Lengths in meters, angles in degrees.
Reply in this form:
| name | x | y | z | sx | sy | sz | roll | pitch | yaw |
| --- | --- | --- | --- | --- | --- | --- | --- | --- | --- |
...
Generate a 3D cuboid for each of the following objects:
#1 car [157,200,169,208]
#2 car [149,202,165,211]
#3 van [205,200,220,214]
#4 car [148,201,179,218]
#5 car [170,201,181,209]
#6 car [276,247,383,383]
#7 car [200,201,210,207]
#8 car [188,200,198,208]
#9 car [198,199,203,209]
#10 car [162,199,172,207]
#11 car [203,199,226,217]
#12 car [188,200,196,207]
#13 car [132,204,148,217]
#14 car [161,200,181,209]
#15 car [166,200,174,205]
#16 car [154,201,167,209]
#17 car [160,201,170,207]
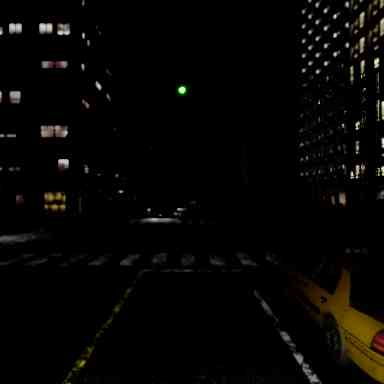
| name | x | y | z | sx | sy | sz | roll | pitch | yaw |
| --- | --- | --- | --- | --- | --- | --- | --- | --- | --- |
| car | -5.694 | 2.355 | 65.582 | 1.967 | 1.590 | 4.097 | 0 | -1 | 0 |
| car | -5.693 | 2.302 | 54.528 | 2.008 | 1.369 | 4.403 | 0 | -1 | 0 |
| van | 2.686 | 1.934 | 43.478 | 1.690 | 1.788 | 3.998 | 0 | -1 | 0 |
| car | -3.074 | 2.045 | 36.758 | 2.033 | 1.411 | 5.357 | 0 | -1 | 4 |
| car | -3.038 | 2.439 | 62.899 | 1.994 | 1.385 | 4.181 | 0 | -1 | 0 |
| car | 2.686 | 1.603 | 5.710 | 1.752 | 1.417 | 4.829 | 0 | -1 | 0 |
| car | 2.687 | 2.542 | 71.106 | 1.887 | 1.381 | 4.507 | 0 | -1 | 0 |
| car | 0.090 | 2.546 | 67.630 | 1.895 | 1.301 | 4.718 | 0 | -1 | 0 |
| car | 2.686 | 2.148 | 60.057 | 2.192 | 1.841 | 5.009 | 0 | -1 | 0 |
| car | -5.694 | 2.519 | 76.634 | 1.967 | 1.590 | 4.097 | 0 | -1 | 0 |
| car | 2.686 | 1.830 | 37.953 | 2.192 | 1.841 | 5.009 | 0 | -1 | 0 |
| car | 0.000 | 2.572 | 77.630 | 1.882 | 1.535 | 5.008 | 0 | -1 | 0 |
| car | -5.693 | 2.065 | 37.950 | 2.008 | 1.369 | 4.403 | 0 | -1 | 0 |
| car | -3.092 | 2.201 | 47.727 | 2.033 | 1.411 | 5.357 | 0 | -1 | 1 |
| car | -5.693 | 2.769 | 87.515 | 1.752 | 1.417 | 4.829 | 0 | -1 | 0 |
| car | -5.693 | 2.378 | 60.053 | 1.887 | 1.381 | 4.507 | 0 | -1 | 0 |
| car | -5.693 | 2.579 | 71.106 | 1.802 | 1.307 | 4.206 | 0 | -1 | 0 |
